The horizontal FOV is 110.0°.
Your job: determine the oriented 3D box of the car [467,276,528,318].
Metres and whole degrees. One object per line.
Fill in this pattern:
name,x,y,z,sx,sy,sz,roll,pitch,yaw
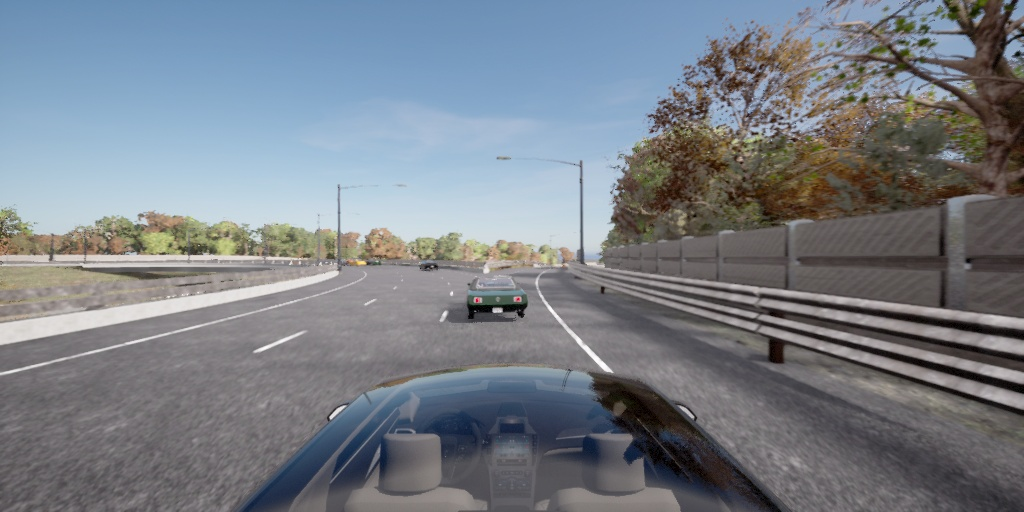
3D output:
car,-0.680,1.357,13.069,1.895,1.301,4.718,0,0,-6

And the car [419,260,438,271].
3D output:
car,-12.170,1.322,52.017,1.882,1.535,5.008,0,0,-26
